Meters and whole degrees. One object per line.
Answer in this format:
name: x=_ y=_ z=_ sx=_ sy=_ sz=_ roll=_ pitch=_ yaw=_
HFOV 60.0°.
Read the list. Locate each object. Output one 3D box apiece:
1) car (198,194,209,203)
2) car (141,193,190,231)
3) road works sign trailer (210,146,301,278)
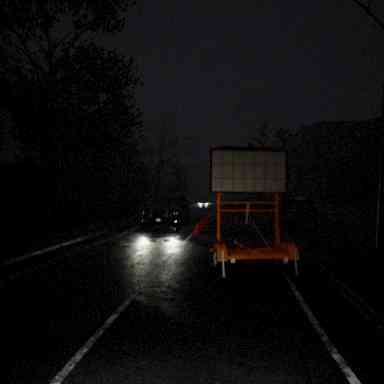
car: x=2.100 y=1.198 z=61.604 sx=2.128 sy=1.511 sz=4.902 roll=0 pitch=0 yaw=-1
car: x=-1.443 y=1.104 z=20.266 sx=2.150 sy=2.045 sz=5.566 roll=1 pitch=0 yaw=7
road works sign trailer: x=1.670 y=0.439 z=10.173 sx=2.380 sy=3.560 sz=2.880 roll=1 pitch=0 yaw=-7
